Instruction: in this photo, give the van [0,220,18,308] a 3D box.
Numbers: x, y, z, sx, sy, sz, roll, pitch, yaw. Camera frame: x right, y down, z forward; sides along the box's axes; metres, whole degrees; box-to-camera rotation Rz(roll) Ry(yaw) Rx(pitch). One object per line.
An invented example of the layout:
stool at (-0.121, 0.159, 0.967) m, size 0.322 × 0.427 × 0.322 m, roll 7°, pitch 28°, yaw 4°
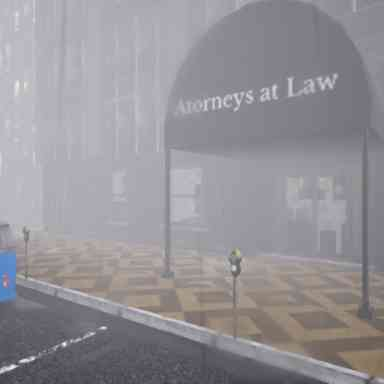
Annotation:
van at (-5.103, 1.340, 6.534) m, size 3.998 × 1.788 × 1.690 m, roll 0°, pitch 0°, yaw 36°
